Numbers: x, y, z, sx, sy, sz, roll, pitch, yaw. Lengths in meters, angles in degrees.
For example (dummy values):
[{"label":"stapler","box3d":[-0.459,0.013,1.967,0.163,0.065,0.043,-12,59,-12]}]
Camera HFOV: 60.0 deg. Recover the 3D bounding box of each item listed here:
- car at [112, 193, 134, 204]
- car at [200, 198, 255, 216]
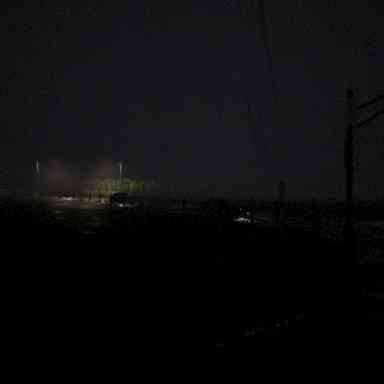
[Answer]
[{"label":"car","box3d":[-9.569,0.817,45.514,1.812,1.442,4.674,0,1,-35]},{"label":"car","box3d":[2.830,1.225,28.059,2.033,1.411,5.357,0,1,-35]}]
